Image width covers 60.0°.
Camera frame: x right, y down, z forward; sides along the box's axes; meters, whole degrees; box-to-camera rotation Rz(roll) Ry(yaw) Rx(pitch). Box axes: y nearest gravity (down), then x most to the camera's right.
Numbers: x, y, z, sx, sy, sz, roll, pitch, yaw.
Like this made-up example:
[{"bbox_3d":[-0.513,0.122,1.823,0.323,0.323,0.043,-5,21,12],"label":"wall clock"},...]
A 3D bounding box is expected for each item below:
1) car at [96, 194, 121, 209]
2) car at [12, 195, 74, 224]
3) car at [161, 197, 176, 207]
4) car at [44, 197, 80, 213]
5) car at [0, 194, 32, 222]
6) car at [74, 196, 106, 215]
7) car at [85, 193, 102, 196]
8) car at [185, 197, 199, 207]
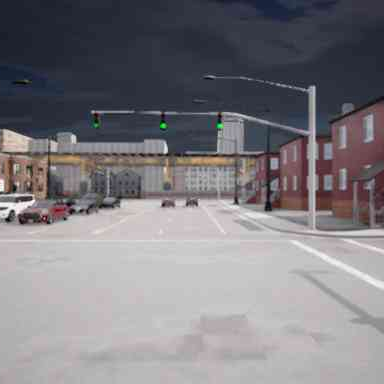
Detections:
[{"bbox_3d":[-10.582,1.400,43.441,1.882,1.535,5.008,0,0,0],"label":"car"},{"bbox_3d":[-10.591,1.309,24.051,2.097,1.767,4.553,0,0,0],"label":"car"},{"bbox_3d":[-3.401,1.439,48.136,1.812,1.442,4.674,0,0,0],"label":"car"},{"bbox_3d":[-14.095,1.413,36.375,1.882,1.535,5.008,0,0,0],"label":"car"},{"bbox_3d":[-14.101,1.177,25.886,2.150,2.045,5.566,0,0,0],"label":"car"},{"bbox_3d":[-10.598,1.432,33.200,2.128,1.511,4.902,0,0,0],"label":"car"},{"bbox_3d":[-14.067,1.138,47.098,2.150,2.045,5.566,0,0,0],"label":"car"},{"bbox_3d":[-0.001,1.435,49.944,1.812,1.442,4.674,0,0,0],"label":"car"}]
